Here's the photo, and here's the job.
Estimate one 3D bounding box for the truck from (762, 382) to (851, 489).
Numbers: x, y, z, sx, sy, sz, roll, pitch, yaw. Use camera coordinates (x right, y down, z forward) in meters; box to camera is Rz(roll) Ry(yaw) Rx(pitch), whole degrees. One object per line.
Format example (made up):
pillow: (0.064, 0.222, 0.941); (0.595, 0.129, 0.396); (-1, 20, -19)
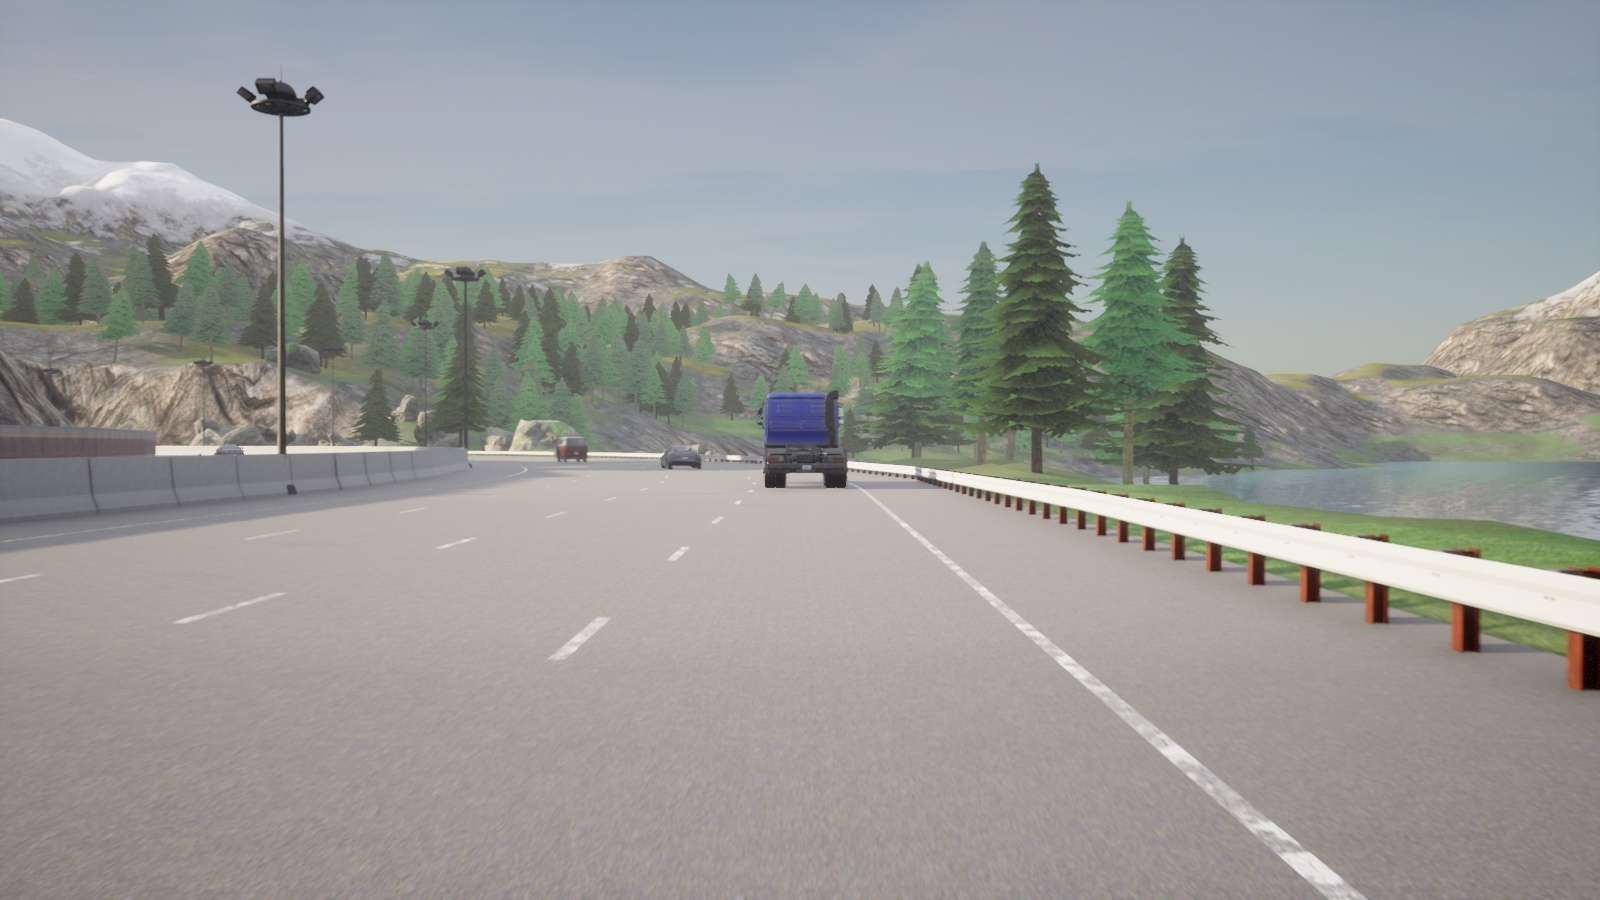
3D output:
truck: (0.096, -0.488, 44.789); (2.891, 3.462, 7.936); (0, 0, -2)

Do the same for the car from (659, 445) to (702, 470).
car: (-6.937, 0.395, 72.698); (1.994, 1.385, 4.181); (0, 0, -12)

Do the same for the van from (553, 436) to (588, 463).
van: (-17.443, -0.053, 95.415); (1.775, 1.987, 4.442); (0, 0, -21)
